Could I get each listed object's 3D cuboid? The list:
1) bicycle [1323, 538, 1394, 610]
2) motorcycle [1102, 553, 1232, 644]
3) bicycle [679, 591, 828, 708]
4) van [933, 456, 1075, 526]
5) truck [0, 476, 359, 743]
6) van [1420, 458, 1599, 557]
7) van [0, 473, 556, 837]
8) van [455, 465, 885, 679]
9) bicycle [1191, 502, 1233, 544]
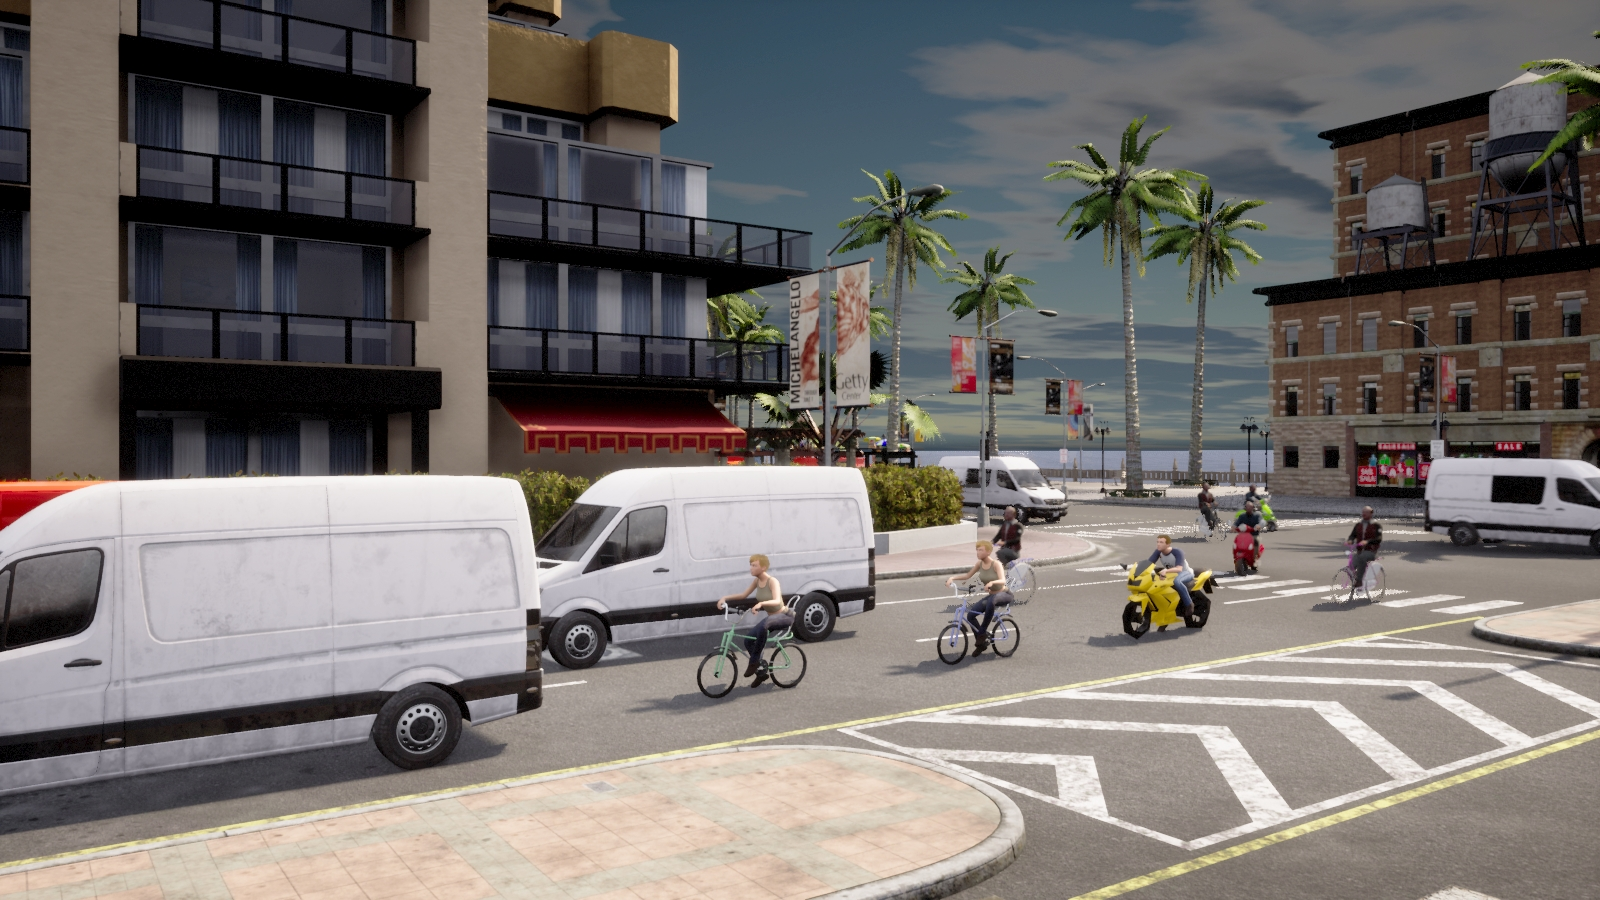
[{"bbox_3d":[10.077,2.210,20.585,1.835,1.171,0.329,0,0,-36],"label":"bicycle"},{"bbox_3d":[5.572,2.213,17.294,2.033,1.145,0.803,0,0,-34],"label":"motorcycle"},{"bbox_3d":[-0.533,2.256,13.140,1.487,1.080,0.859,0,0,-35],"label":"bicycle"},{"bbox_3d":[7.964,1.535,45.231,1.988,2.561,5.915,0,0,-34],"label":"van"},{"bbox_3d":[-7.827,1.568,12.387,5.204,2.467,2.627,0,0,-35],"label":"truck"},{"bbox_3d":[20.941,1.534,32.142,1.988,2.561,5.915,0,0,-34],"label":"van"},{"bbox_3d":[-5.288,1.534,9.874,5.915,2.561,1.988,0,0,-34],"label":"van"},{"bbox_3d":[-1.725,1.534,16.503,5.915,2.561,1.988,0,0,-34],"label":"van"},{"bbox_3d":[12.582,2.210,34.974,0.329,1.171,1.835,0,0,-10],"label":"bicycle"}]
